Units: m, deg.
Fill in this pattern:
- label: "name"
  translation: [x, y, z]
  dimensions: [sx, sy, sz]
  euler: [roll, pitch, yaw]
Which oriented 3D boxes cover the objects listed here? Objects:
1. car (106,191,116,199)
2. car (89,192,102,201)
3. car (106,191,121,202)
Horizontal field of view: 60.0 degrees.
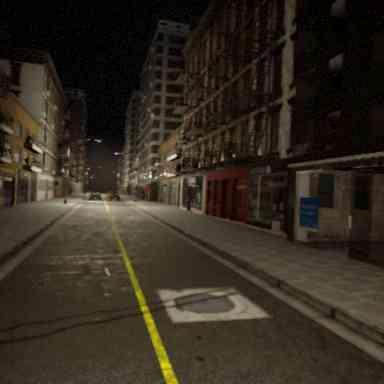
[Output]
- label: "car"
  translation: [-18.180, 0.573, 74.505]
  dimensions: [1.882, 1.535, 5.008]
  euler: [3, 0, -15]
- label: "car"
  translation: [-15.964, 0.771, 55.122]
  dimensions: [1.994, 1.385, 4.181]
  euler: [3, 0, -15]
- label: "car"
  translation: [-13.198, 0.872, 56.874]
  dimensions: [1.812, 1.442, 4.674]
  euler: [3, 0, -15]
